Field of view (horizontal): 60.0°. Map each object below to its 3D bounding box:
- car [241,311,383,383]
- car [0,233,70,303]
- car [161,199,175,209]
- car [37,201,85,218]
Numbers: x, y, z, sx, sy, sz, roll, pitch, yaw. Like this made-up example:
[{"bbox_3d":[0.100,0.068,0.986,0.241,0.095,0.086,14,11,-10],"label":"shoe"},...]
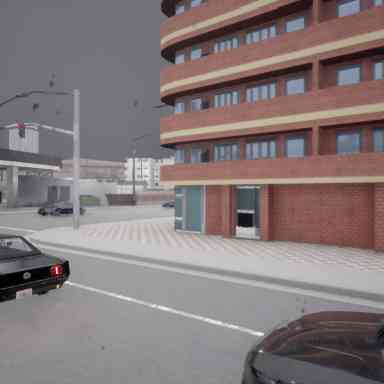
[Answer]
[{"bbox_3d":[2.668,1.514,2.092,4.892,1.490,1.837,0,0,35],"label":"car"},{"bbox_3d":[-4.913,1.599,7.483,4.718,1.301,1.895,0,0,36],"label":"car"},{"bbox_3d":[-1.883,1.591,45.747,2.033,1.411,5.357,0,0,35],"label":"car"},{"bbox_3d":[-12.088,1.569,30.931,1.994,1.385,4.181,0,0,34],"label":"car"}]
